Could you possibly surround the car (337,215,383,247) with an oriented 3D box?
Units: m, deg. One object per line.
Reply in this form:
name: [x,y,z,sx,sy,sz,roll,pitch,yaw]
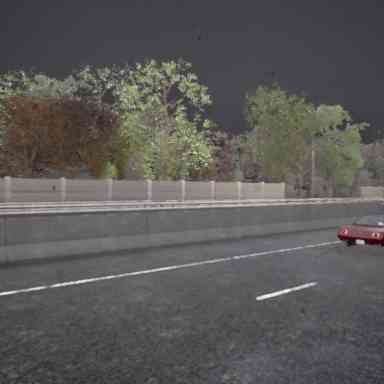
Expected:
car: [8.188,1.606,13.881,4.718,1.301,1.895,0,0,-36]
